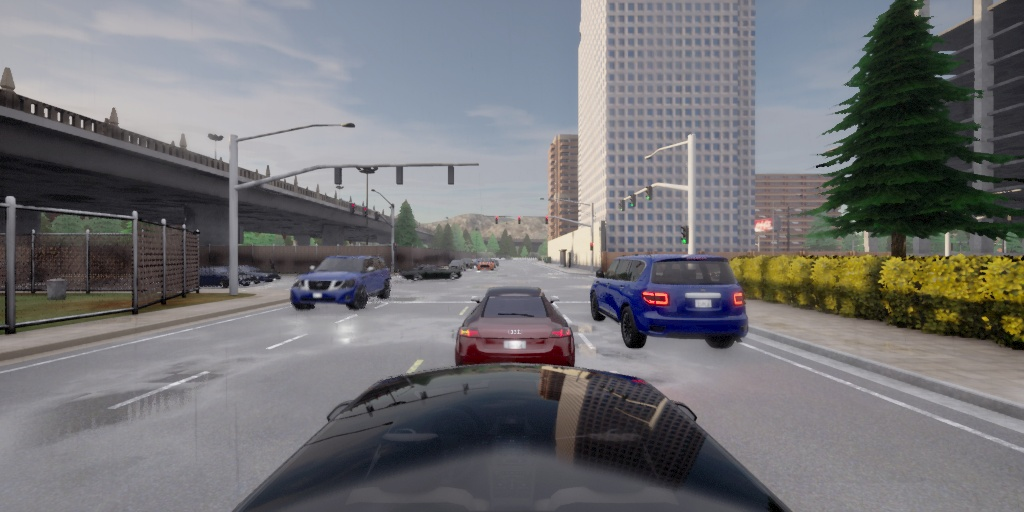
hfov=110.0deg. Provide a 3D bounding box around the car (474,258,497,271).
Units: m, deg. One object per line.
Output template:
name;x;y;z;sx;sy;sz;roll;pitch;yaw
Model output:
car;-3.597;1.102;49.816;2.097;1.767;4.553;0;0;0

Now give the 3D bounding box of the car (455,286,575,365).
car;0.062;1.314;7.447;1.994;1.385;4.181;0;0;0

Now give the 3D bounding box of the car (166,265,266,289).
car;-19.458;1.353;23.167;5.357;1.411;2.033;0;0;0

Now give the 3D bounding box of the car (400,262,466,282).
car;-6.469;1.375;28.944;4.718;1.301;1.895;0;0;-29

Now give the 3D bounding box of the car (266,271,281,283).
car;-20.311;1.353;26.664;5.357;1.411;2.033;0;0;0

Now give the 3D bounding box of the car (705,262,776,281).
car;19.301;1.310;30.455;4.892;1.490;1.837;0;0;0

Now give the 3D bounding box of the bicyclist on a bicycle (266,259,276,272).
bicyclist on a bicycle;-25.305;1.106;37.634;0.582;1.620;1.656;0;0;0

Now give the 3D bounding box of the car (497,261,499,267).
car;-3.595;1.242;58.888;2.128;1.511;4.902;0;0;0

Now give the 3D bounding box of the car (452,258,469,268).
car;-7.103;1.255;46.673;1.837;1.490;4.892;0;0;0

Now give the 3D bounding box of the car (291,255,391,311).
car;-6.665;0.970;14.780;2.150;2.045;5.566;1;0;-3

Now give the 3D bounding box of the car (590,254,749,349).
car;3.567;0.971;9.313;2.150;2.045;5.566;0;0;1

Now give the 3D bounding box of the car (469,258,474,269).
car;-7.101;1.102;55.557;2.097;1.767;4.553;0;0;0

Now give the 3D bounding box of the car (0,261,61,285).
car;-36.741;1.157;26.632;4.553;1.767;2.097;0;0;0
